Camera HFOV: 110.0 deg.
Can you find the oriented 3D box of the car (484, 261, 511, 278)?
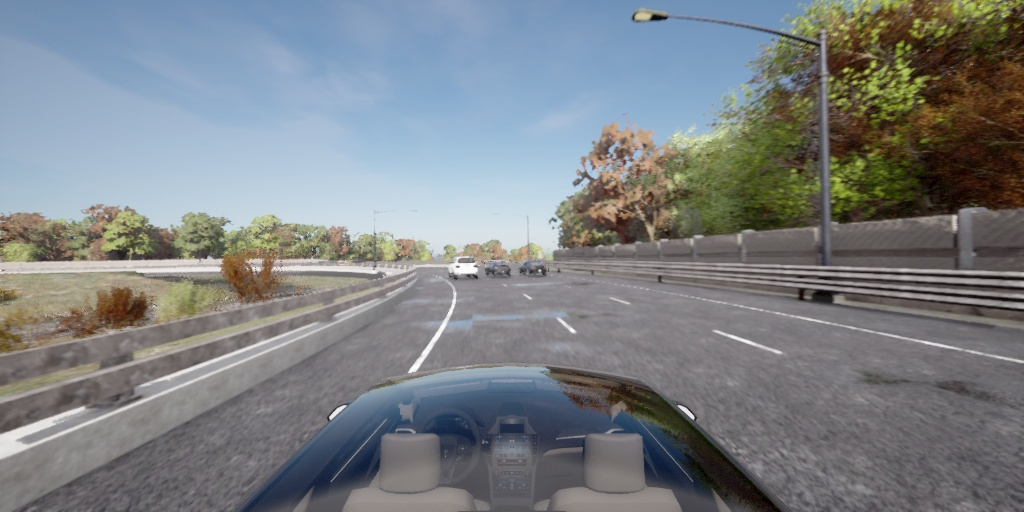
[{"bbox_3d":[-1.491,1.270,35.160,2.128,1.511,4.902,-1,0,-17],"label":"car"}]

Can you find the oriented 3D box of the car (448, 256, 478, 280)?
[{"bbox_3d":[-4.653,1.064,33.603,2.150,2.045,5.566,-1,0,-17],"label":"car"}]

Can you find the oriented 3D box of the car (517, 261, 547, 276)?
[{"bbox_3d":[1.977,1.231,35.829,1.812,1.442,4.674,-1,0,-16],"label":"car"}]
